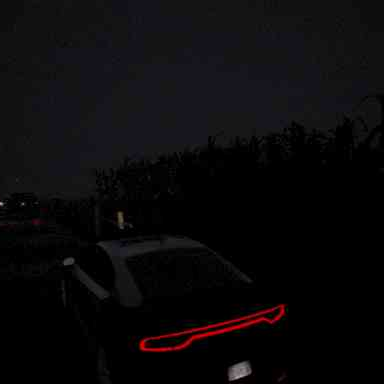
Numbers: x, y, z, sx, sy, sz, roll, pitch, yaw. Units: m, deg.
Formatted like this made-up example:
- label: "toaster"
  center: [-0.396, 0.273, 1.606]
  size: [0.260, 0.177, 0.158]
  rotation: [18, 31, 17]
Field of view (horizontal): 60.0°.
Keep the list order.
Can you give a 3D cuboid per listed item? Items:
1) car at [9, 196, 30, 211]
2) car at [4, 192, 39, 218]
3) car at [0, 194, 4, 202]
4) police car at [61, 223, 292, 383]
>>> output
- label: "car"
  center: [-19.787, 1.262, 38.135]
  size: [1.994, 1.385, 4.181]
  rotation: [-2, 1, -28]
- label: "car"
  center: [-14.060, 0.995, 27.587]
  size: [2.150, 2.045, 5.566]
  rotation: [-2, 1, -28]
- label: "car"
  center: [-35.484, 1.162, 61.083]
  size: [2.033, 1.411, 5.357]
  rotation: [-2, 1, -29]
- label: "police car"
  center: [-0.826, 1.332, 5.166]
  size: [1.930, 1.638, 5.238]
  rotation: [-2, 1, -29]
